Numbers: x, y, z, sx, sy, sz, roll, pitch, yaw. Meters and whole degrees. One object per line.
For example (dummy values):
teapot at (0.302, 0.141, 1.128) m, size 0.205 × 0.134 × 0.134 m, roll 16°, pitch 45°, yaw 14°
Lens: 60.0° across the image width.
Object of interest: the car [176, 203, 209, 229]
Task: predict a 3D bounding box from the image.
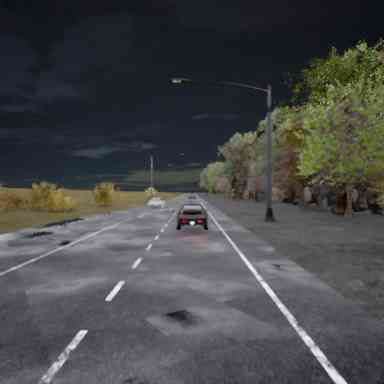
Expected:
car at (0.019, 1.507, 21.464) m, size 1.837 × 1.490 × 4.892 m, roll 0°, pitch 0°, yaw 0°

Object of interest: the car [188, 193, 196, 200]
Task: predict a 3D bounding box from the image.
car at (0.086, 1.289, 95.566) m, size 2.097 × 1.767 × 4.553 m, roll 0°, pitch 0°, yaw 0°

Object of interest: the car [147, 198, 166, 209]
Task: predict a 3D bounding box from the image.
car at (-4.845, 1.518, 45.574) m, size 1.812 × 1.442 × 4.674 m, roll 0°, pitch 0°, yaw 7°
